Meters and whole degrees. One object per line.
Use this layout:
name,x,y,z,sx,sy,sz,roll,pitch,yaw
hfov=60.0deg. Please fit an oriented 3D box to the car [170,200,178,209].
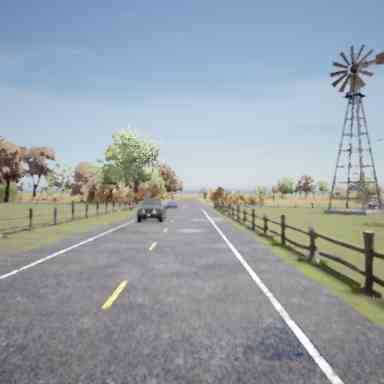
car,-3.501,2.241,59.991,1.812,1.442,4.674,0,-1,0

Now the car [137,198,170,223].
car,-3.513,1.585,29.840,2.150,2.045,5.566,0,-1,0

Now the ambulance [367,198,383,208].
ambulance,43.825,2.622,76.823,6.366,2.431,2.351,1,0,0
